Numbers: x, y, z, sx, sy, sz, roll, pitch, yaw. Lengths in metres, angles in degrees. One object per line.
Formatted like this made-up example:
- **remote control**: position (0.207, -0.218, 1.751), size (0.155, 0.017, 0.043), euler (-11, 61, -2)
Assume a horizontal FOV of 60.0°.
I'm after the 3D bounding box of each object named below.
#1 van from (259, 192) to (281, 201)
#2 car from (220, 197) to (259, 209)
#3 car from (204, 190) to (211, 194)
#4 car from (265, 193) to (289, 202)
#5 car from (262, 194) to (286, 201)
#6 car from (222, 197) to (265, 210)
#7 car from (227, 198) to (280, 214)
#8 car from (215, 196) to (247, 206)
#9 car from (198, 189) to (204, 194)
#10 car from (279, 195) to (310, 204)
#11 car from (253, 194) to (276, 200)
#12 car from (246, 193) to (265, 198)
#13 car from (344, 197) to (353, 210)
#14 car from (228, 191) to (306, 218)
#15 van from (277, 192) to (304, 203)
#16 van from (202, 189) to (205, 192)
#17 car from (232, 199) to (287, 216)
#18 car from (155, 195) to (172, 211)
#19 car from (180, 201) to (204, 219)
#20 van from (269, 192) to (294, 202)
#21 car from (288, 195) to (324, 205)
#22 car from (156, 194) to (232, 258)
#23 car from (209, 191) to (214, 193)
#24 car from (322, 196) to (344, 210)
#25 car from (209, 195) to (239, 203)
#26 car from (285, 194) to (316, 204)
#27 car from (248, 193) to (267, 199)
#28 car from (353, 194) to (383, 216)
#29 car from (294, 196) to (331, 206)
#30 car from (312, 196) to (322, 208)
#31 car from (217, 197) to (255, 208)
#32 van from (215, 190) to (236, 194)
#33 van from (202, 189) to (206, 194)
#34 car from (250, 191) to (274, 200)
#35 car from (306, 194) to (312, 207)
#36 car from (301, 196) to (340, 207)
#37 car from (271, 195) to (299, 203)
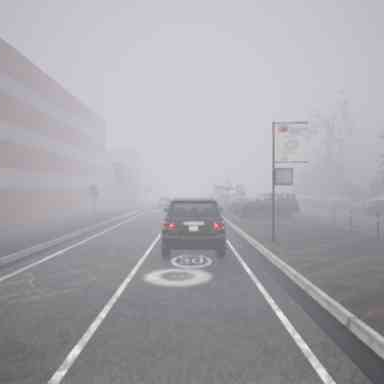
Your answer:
- **van**: position (17.861, 1.037, 76.255), size (4.442, 1.987, 1.878), euler (0, 0, -1)
- **car**: position (5.991, 1.388, 42.085), size (4.674, 1.452, 2.002), euler (0, 0, -1)
- **car**: position (5.631, 1.041, 64.688), size (5.566, 2.045, 2.435), euler (0, 0, -1)
- **car**: position (18.041, 1.151, 70.734), size (4.553, 1.767, 2.185), euler (0, 0, -1)
- **car**: position (18.058, 1.299, 73.433), size (4.792, 1.488, 2.163), euler (0, 0, -1)
- **car**: position (6.034, 1.394, 39.260), size (4.674, 1.452, 2.002), euler (0, 0, -1)
- **car**: position (6.128, 1.365, 33.610), size (5.008, 1.535, 2.097), euler (0, 0, -1)
- **car**: position (5.841, 1.367, 50.561), size (4.674, 1.452, 2.002), euler (0, 0, -1)
- **car**: position (5.140, 0.804, 90.129), size (5.566, 2.045, 2.435), euler (0, 1, -1)
- **car**: position (18.267, 1.304, 59.442), size (5.008, 1.535, 2.097), euler (0, 0, -1)
- **car**: position (17.878, 1.216, 82.038), size (5.008, 1.535, 2.097), euler (0, 1, -1)
- **car**: position (17.702, 0.996, 93.215), size (4.892, 1.521, 2.231), euler (0, 1, -1)
- **car**: position (18.709, 1.364, 33.909), size (4.892, 1.521, 2.231), euler (0, 0, -1)
- **car**: position (6.201, 1.121, 27.957), size (5.566, 2.045, 2.435), euler (0, 0, -1)
- **van**: position (18.332, 1.071, 62.140), size (4.442, 1.987, 1.878), euler (0, 0, -1)
- **van**: position (5.333, 0.886, 87.308), size (4.442, 1.987, 1.878), euler (0, 1, -1)
- **car**: position (6.179, 1.409, 30.783), size (4.674, 1.452, 2.002), euler (0, 0, -1)
- **car**: position (-3.568, 1.349, 42.589), size (1.895, 1.301, 4.718), euler (0, 7, -1)
- **car**: position (-0.031, 1.524, 29.579), size (1.994, 1.385, 4.181), euler (0, 0, 0)
- **van**: position (18.239, 1.058, 67.790), size (4.442, 1.987, 1.878), euler (0, 0, -1)
- **car**: position (18.353, 1.317, 53.796), size (5.008, 1.535, 2.097), euler (0, 0, -1)
- **car**: position (0.057, 1.212, 12.841), size (2.150, 2.045, 5.566), euler (0, 0, 0)
- **car**: position (5.730, 1.181, 59.037), size (4.553, 1.767, 2.185), euler (0, 0, -1)
- **car**: position (18.598, 1.353, 39.555), size (4.892, 1.521, 2.231), euler (0, 0, -1)
- **car**: position (5.836, 1.296, 61.865), size (5.366, 1.575, 1.946), euler (0, 0, -1)
- **car**: position (18.341, 1.185, 56.619), size (4.553, 1.767, 2.185), euler (0, 0, -1)
- **car**: position (17.711, 1.079, 90.518), size (4.792, 1.488, 2.163), euler (0, 1, -1)
- **car**: position (18.721, 1.115, 31.208), size (5.566, 2.045, 2.435), euler (0, 0, -1)
- **car**: position (18.411, 1.324, 50.973), size (5.008, 1.535, 2.097), euler (0, 0, -1)
- **car**: position (18.549, 1.345, 42.378), size (5.008, 1.535, 2.097), euler (0, 0, -1)
- **car**: position (5.911, 1.370, 44.910), size (4.792, 1.488, 2.163), euler (0, 0, -1)
- **van**: position (6.009, 1.108, 47.737), size (4.442, 1.987, 1.878), euler (0, 0, -1)
- **van**: position (5.427, 0.993, 81.779), size (4.442, 1.987, 1.878), euler (0, 1, -1)
- **car**: position (17.808, 0.911, 84.867), size (5.566, 2.045, 2.435), euler (0, 1, -1)
- **car**: position (18.501, 1.338, 45.202), size (5.008, 1.535, 2.097), euler (0, 0, -1)
- **car**: position (18.486, 1.361, 48.026), size (4.792, 1.488, 2.163), euler (0, 0, -1)
- **car**: position (18.175, 1.291, 64.964), size (4.892, 1.521, 2.231), euler (0, 0, -1)
